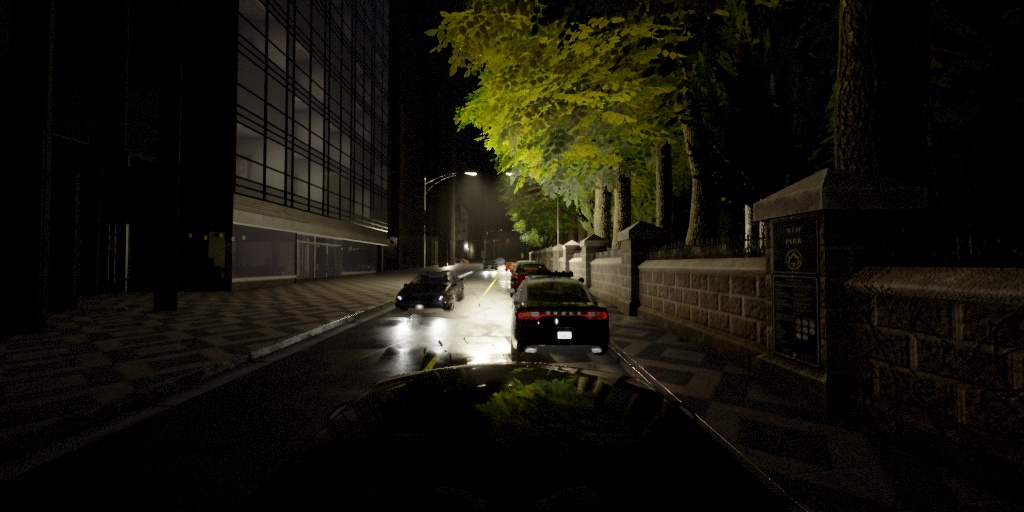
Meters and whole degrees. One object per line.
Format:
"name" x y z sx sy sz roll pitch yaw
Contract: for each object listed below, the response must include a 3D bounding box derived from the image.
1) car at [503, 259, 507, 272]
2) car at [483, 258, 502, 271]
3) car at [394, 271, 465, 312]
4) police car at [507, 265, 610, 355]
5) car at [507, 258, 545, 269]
"car" 0.208 1.129 47.423 2.097 1.767 4.553 0 0 1
"car" -2.930 1.270 49.153 2.128 1.511 4.902 0 0 0
"car" -3.056 1.301 14.526 2.033 1.411 5.357 0 0 0
"police car" 0.924 1.177 8.817 1.930 1.638 5.238 0 0 0
"car" 0.958 1.106 18.680 2.097 1.767 4.553 0 0 0
